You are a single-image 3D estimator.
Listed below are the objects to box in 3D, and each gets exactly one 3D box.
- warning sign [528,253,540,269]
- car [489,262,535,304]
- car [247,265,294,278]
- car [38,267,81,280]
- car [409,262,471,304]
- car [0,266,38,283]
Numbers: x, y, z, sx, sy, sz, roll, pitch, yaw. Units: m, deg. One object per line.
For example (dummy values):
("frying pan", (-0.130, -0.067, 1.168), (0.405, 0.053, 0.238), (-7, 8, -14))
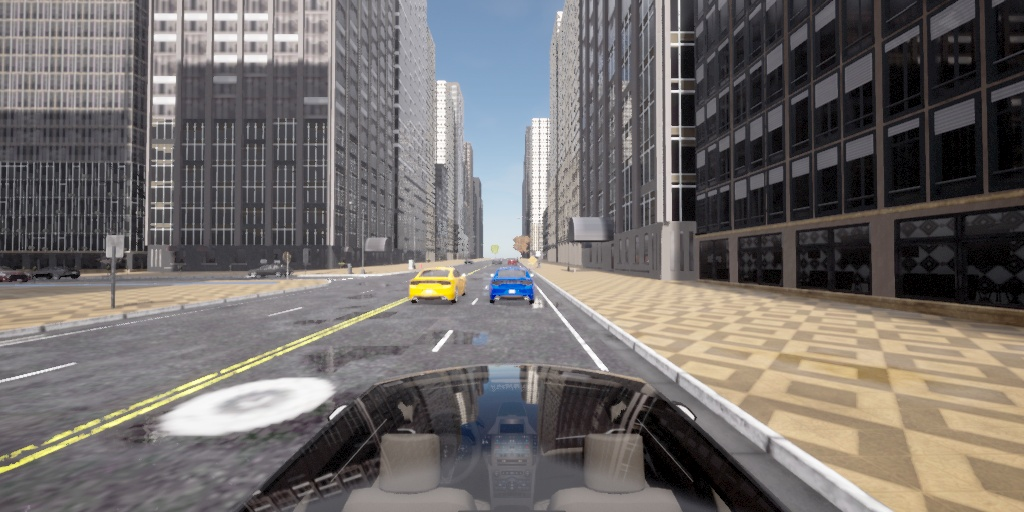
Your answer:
("warning sign", (2.849, 0.881, 49.449), (1.300, 1.860, 1.060), (0, 0, 0))
("car", (0.000, 1.240, 16.502), (1.882, 1.535, 5.008), (0, 0, 0))
("car", (-25.665, 1.588, 38.179), (4.403, 1.370, 2.007), (0, 0, -1))
("car", (-48.229, 1.825, 37.770), (4.313, 1.339, 1.948), (0, 0, -1))
("car", (-3.250, 1.240, 16.502), (1.882, 1.535, 5.008), (0, 0, 0))
("car", (-42.493, 1.503, 29.460), (4.097, 1.591, 1.967), (0, 0, -1))
